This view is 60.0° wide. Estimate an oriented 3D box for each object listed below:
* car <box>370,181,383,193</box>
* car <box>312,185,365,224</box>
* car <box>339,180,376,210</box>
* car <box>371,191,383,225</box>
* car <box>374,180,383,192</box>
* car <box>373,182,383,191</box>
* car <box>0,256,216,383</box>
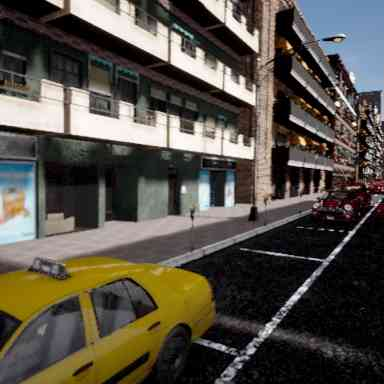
[{"bbox_3d":[28.527,-0.781,50.765,1.967,1.590,4.097,3,4,32],"label":"car"},{"bbox_3d":[7.590,0.636,17.355,1.967,1.590,4.097,3,4,32],"label":"car"},{"bbox_3d":[10.584,0.310,22.121,2.192,1.841,5.009,3,4,32],"label":"car"},{"bbox_3d":[10.260,0.881,16.569,1.895,1.301,4.718,3,4,32],"label":"car"},{"bbox_3d":[25.539,-0.703,45.986,2.192,1.841,5.009,3,4,32],"label":"car"},{"bbox_3d":[31.517,-0.880,55.545,1.887,1.381,4.507,3,4,32],"label":"car"},{"bbox_3d":[-1.475,1.333,2.895,1.752,1.417,4.829,3,4,32],"label":"car"}]
